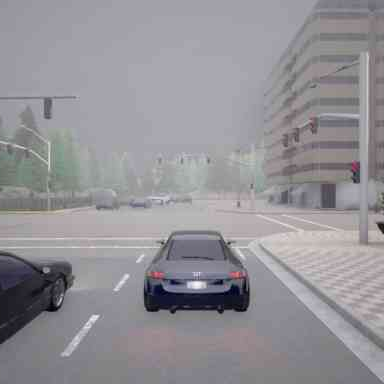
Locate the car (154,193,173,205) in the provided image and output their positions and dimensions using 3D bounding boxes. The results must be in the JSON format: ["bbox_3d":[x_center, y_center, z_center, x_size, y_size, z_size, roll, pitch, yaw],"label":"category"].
[{"bbox_3d":[-5.573,1.223,57.454,2.150,2.045,5.566,0,0,15],"label":"car"}]

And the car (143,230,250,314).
[{"bbox_3d":[0.091,1.564,7.703,1.994,1.385,4.181,0,0,0],"label":"car"}]

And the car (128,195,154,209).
[{"bbox_3d":[-6.870,1.477,45.276,1.882,1.535,5.008,0,0,2],"label":"car"}]

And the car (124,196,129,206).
[{"bbox_3d":[-9.917,1.351,51.627,2.097,1.767,4.553,0,0,6],"label":"car"}]

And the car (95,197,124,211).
[{"bbox_3d":[-10.490,1.548,41.661,2.033,1.411,5.357,0,0,1],"label":"car"}]

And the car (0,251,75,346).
[{"bbox_3d":[-3.427,1.547,4.668,2.033,1.411,5.357,0,0,0],"label":"car"}]

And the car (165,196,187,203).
[{"bbox_3d":[-3.367,1.540,71.538,2.033,1.411,5.357,0,0,31],"label":"car"}]

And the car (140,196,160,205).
[{"bbox_3d":[-7.764,1.526,62.144,1.812,1.442,4.674,0,0,20],"label":"car"}]

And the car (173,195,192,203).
[{"bbox_3d":[-1.812,1.352,67.091,2.097,1.767,4.553,0,0,28],"label":"car"}]
